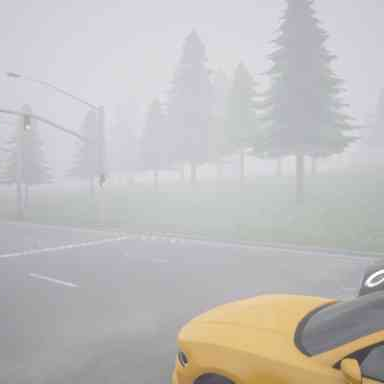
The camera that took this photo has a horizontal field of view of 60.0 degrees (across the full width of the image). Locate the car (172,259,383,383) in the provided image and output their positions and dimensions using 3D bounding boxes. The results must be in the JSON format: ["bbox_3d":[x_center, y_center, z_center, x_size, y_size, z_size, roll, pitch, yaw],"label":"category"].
[{"bbox_3d":[2.109,1.476,2.486,5.008,1.535,1.882,0,0,35],"label":"car"}]

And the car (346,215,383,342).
[{"bbox_3d":[4.904,1.348,4.793,4.553,1.767,2.097,0,0,36],"label":"car"}]
